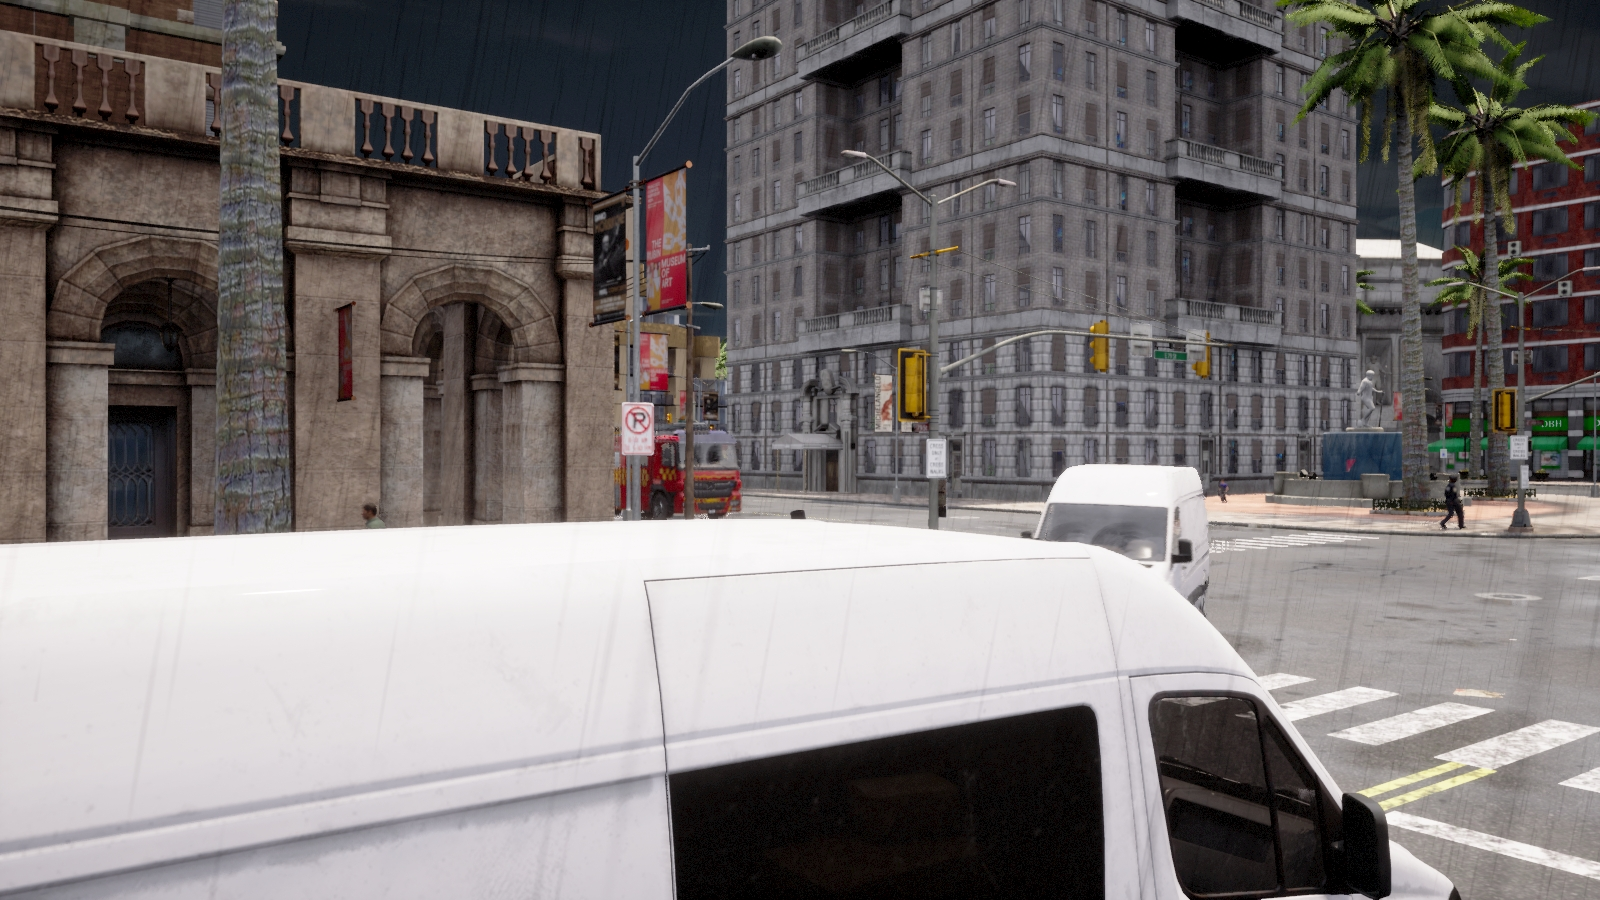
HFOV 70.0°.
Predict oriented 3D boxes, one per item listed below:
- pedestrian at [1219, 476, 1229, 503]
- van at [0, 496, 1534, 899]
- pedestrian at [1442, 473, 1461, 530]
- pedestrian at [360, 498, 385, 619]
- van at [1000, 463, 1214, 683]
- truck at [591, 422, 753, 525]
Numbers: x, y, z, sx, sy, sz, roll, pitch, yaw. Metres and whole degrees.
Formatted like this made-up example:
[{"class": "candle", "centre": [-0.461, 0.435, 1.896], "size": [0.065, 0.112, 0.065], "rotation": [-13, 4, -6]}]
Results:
[{"class": "pedestrian", "centre": [20.833, 1.958, 56.149], "size": [0.375, 1.300, 0.375], "rotation": [0, 0, 42]}, {"class": "van", "centre": [0.019, 1.533, 3.806], "size": [5.915, 2.561, 1.988], "rotation": [0, 0, -35]}, {"class": "pedestrian", "centre": [21.374, 1.681, 37.495], "size": [0.375, 1.860, 0.375], "rotation": [0, 0, -7]}, {"class": "pedestrian", "centre": [-6.727, 1.695, 17.975], "size": [0.375, 1.860, 0.375], "rotation": [0, 0, -21]}, {"class": "van", "centre": [4.770, 1.528, 16.963], "size": [1.988, 2.561, 5.915], "rotation": [1, 1, 25]}, {"class": "truck", "centre": [-5.419, 0.881, 46.783], "size": [2.891, 3.827, 8.468], "rotation": [0, 0, -35]}]
